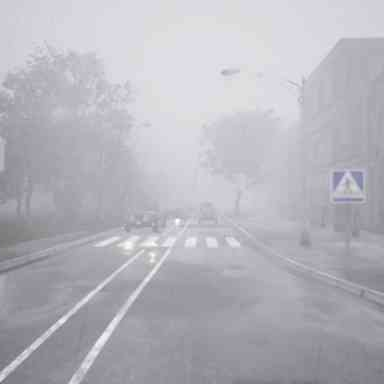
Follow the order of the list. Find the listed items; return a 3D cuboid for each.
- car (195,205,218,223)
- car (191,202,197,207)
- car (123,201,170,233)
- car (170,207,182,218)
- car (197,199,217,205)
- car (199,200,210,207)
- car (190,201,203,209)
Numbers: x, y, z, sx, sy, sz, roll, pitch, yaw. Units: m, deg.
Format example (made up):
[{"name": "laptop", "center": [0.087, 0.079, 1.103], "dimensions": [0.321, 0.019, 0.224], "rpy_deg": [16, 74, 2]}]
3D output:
[{"name": "car", "center": [1.547, 2.260, 32.574], "dimensions": [2.033, 1.411, 5.357], "rpy_deg": [0, -2, 2]}, {"name": "car", "center": [0.382, 3.316, 72.600], "dimensions": [2.002, 1.452, 4.674], "rpy_deg": [-2, 0, 6]}, {"name": "car", "center": [-3.170, 1.679, 23.557], "dimensions": [2.150, 2.045, 5.566], "rpy_deg": [0, -2, 4]}, {"name": "car", "center": [-2.380, 2.553, 41.276], "dimensions": [1.895, 1.301, 4.718], "rpy_deg": [0, -2, 4]}, {"name": "car", "center": [2.324, 2.465, 51.498], "dimensions": [2.150, 2.045, 5.566], "rpy_deg": [0, -2, 3]}, {"name": "car", "center": [3.258, 3.024, 89.014], "dimensions": [2.002, 1.452, 4.674], "rpy_deg": [-1, 1, 14]}, {"name": "car", "center": [1.128, 3.153, 78.697], "dimensions": [2.097, 1.535, 5.008], "rpy_deg": [1, 2, 12]}]
